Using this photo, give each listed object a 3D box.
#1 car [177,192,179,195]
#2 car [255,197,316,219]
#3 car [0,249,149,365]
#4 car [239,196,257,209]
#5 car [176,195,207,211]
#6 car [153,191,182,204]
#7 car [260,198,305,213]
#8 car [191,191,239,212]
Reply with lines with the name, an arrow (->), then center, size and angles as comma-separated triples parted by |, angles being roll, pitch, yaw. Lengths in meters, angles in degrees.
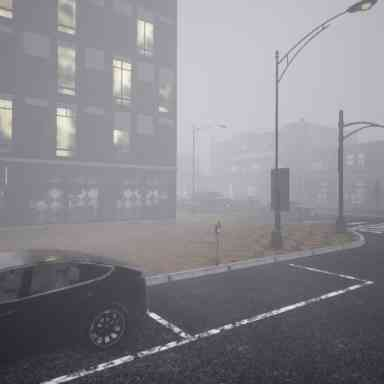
car -> -0.603, 1.100, 47.635 | 2.008, 1.369, 4.403 | 1, 0, -36
car -> 7.610, 1.318, 26.705 | 1.812, 1.442, 4.674 | 0, 1, -36
car -> -2.690, 1.566, 4.635 | 4.313, 1.339, 1.947 | 0, 0, -36
car -> 5.976, 1.129, 38.704 | 1.967, 1.590, 4.097 | 1, 0, -36
car -> -0.775, 1.230, 33.734 | 1.802, 1.307, 4.206 | 1, 0, -36
car -> -3.886, 0.793, 52.100 | 2.192, 1.841, 5.009 | 1, 0, -36
car -> 9.263, 1.340, 34.237 | 1.802, 1.307, 4.206 | 1, 0, -36
car -> 1.853, 0.894, 34.525 | 2.150, 2.045, 5.566 | 0, 1, -36
